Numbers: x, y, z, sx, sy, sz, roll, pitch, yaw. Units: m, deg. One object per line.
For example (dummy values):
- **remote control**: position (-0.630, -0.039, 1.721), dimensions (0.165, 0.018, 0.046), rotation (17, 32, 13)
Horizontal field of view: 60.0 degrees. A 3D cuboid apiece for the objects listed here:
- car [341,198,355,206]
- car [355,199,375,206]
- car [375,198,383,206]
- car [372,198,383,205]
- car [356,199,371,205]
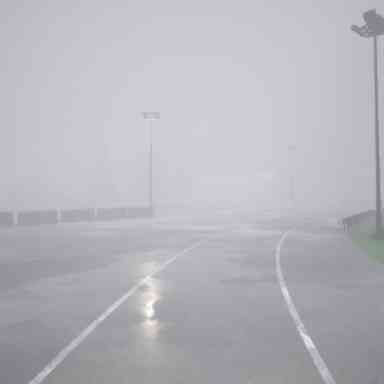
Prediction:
- **car**: position (34.186, 2.135, 72.380), dimensions (2.097, 1.767, 4.553), rotation (-2, -2, 43)
- **car**: position (36.498, 2.196, 69.726), dimensions (1.837, 1.490, 4.892), rotation (-2, -2, 43)
- **car**: position (39.337, 2.171, 67.636), dimensions (1.994, 1.385, 4.181), rotation (-2, -2, 43)
- **car**: position (43.626, 2.192, 77.327), dimensions (1.837, 1.490, 4.892), rotation (-2, -2, 43)
- **car**: position (41.074, 2.326, 79.720), dimensions (1.994, 1.385, 4.181), rotation (-2, -2, 43)
